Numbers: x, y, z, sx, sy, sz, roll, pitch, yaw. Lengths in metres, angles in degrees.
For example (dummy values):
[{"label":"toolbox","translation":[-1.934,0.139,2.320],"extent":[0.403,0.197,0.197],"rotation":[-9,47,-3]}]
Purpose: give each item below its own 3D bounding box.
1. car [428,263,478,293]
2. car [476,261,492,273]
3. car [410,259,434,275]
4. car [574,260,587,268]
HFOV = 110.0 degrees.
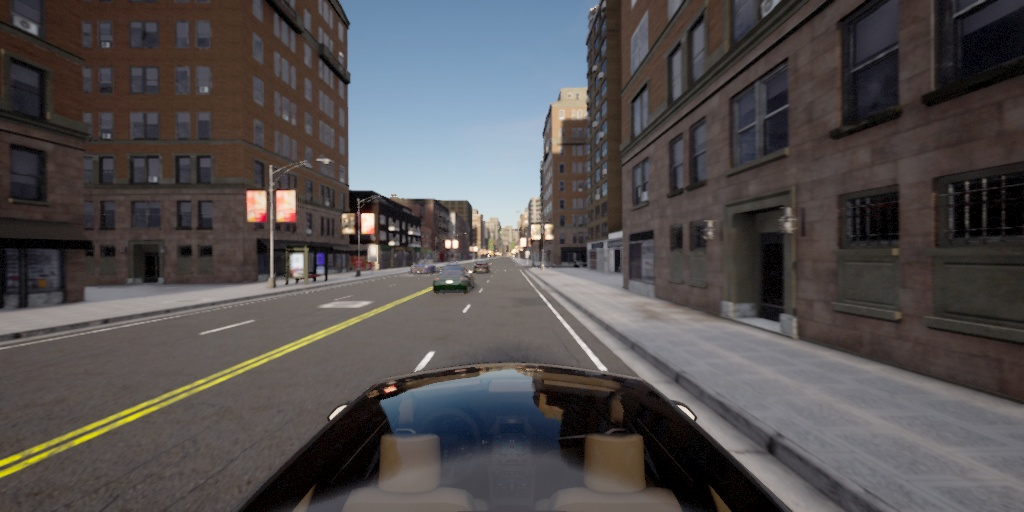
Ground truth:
[{"label":"car","translation":[-3.337,1.337,21.029],"extent":[1.994,1.385,4.181],"rotation":[0,0,-1]},{"label":"car","translation":[-3.573,1.286,43.063],"extent":[1.837,1.490,4.892],"rotation":[0,0,-1]},{"label":"car","translation":[-10.191,1.176,41.305],"extent":[2.097,1.767,4.553],"rotation":[0,0,0]},{"label":"car","translation":[11.840,1.271,56.238],"extent":[4.313,1.339,1.948],"rotation":[0,0,0]}]
